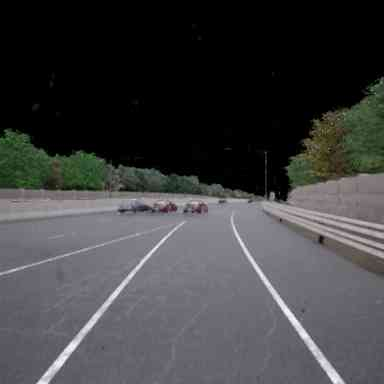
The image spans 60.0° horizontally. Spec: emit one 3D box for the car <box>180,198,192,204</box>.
[{"bbox_3d":[-1.637,2.478,92.775,1.837,1.490,4.892,0,-1,16],"label":"car"}]

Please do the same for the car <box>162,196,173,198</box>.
[{"bbox_3d":[-5.903,1.944,77.502,2.150,2.045,5.566,0,-1,16],"label":"car"}]

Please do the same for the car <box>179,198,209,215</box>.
[{"bbox_3d":[0.398,1.601,35.008,1.812,1.442,4.674,0,-1,16],"label":"car"}]

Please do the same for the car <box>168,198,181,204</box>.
[{"bbox_3d":[-5.008,2.516,93.716,2.033,1.411,5.357,0,-1,16],"label":"car"}]

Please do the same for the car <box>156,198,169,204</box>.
[{"bbox_3d":[-8.379,2.514,94.658,2.033,1.411,5.357,0,-1,16],"label":"car"}]

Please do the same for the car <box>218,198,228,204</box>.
[{"bbox_3d":[8.389,2.456,89.639,1.882,1.535,5.008,0,-1,16],"label":"car"}]

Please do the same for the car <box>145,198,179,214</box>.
[{"bbox_3d":[-2.988,1.602,35.954,1.812,1.442,4.674,-1,-1,16],"label":"car"}]

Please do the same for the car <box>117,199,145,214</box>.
[{"bbox_3d":[-6.351,1.655,36.897,2.033,1.411,5.357,-1,-1,16],"label":"car"}]
